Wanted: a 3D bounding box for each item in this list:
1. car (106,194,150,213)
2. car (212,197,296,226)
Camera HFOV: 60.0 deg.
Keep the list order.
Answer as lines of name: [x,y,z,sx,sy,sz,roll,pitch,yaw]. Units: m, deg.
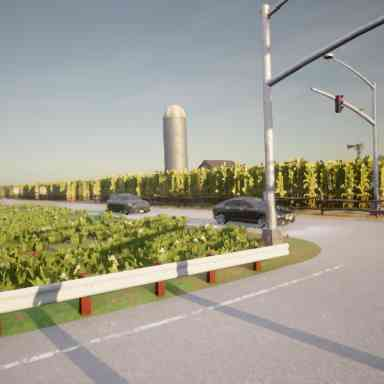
car: [-5.464,0.961,28.115,2.097,1.767,4.553,-3,2,-40]
car: [3.182,1.063,17.938,1.837,1.490,4.892,-3,2,-40]
